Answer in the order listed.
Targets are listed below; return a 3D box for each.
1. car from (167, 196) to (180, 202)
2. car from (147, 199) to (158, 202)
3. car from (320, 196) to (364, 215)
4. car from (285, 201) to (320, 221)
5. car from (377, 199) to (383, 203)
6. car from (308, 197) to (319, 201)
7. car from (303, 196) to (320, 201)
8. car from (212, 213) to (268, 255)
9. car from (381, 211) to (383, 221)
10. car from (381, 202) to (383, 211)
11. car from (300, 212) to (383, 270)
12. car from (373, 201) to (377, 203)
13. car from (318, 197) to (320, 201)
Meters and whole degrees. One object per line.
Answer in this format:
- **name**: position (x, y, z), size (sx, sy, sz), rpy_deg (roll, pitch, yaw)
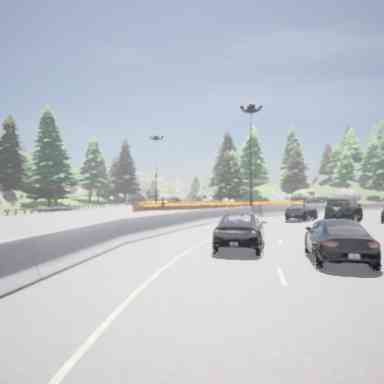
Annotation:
- **car**: position (-5.272, 2.288, 93.881), size (2.150, 2.045, 5.566), rpy_deg (0, -1, 18)
- **car**: position (-9.356, 2.413, 78.562), size (2.128, 1.511, 4.902), rpy_deg (0, -1, 11)
- **car**: position (13.135, 1.549, 28.646), size (2.150, 2.045, 5.566), rpy_deg (-1, -1, 37)
- **car**: position (9.982, 1.833, 30.126), size (2.128, 1.511, 4.902), rpy_deg (-1, -1, 36)
- **car**: position (40.506, 1.853, 66.708), size (4.553, 1.767, 2.097), rpy_deg (-1, -1, -8)
- **car**: position (24.872, 2.141, 62.771), size (4.674, 1.442, 1.812), rpy_deg (0, -1, -21)
- **car**: position (24.787, 1.874, 66.468), size (5.566, 2.045, 2.150), rpy_deg (0, 0, -21)
- **car**: position (2.097, 1.655, 14.146), size (2.128, 1.511, 4.902), rpy_deg (0, -1, 14)
- **car**: position (8.991, 1.677, 12.846), size (1.812, 1.442, 4.674), rpy_deg (0, 0, 15)
- **car**: position (17.515, 1.832, 28.378), size (1.837, 1.490, 4.892), rpy_deg (-2, -1, 40)
- **car**: position (5.035, 1.660, 11.538), size (1.812, 1.442, 4.674), rpy_deg (0, -1, 13)
- **car**: position (40.455, 2.086, 70.221), size (4.181, 1.385, 1.994), rpy_deg (-1, -1, -8)
- **car**: position (25.590, 2.058, 59.225), size (5.008, 1.535, 1.882), rpy_deg (0, -1, -22)
